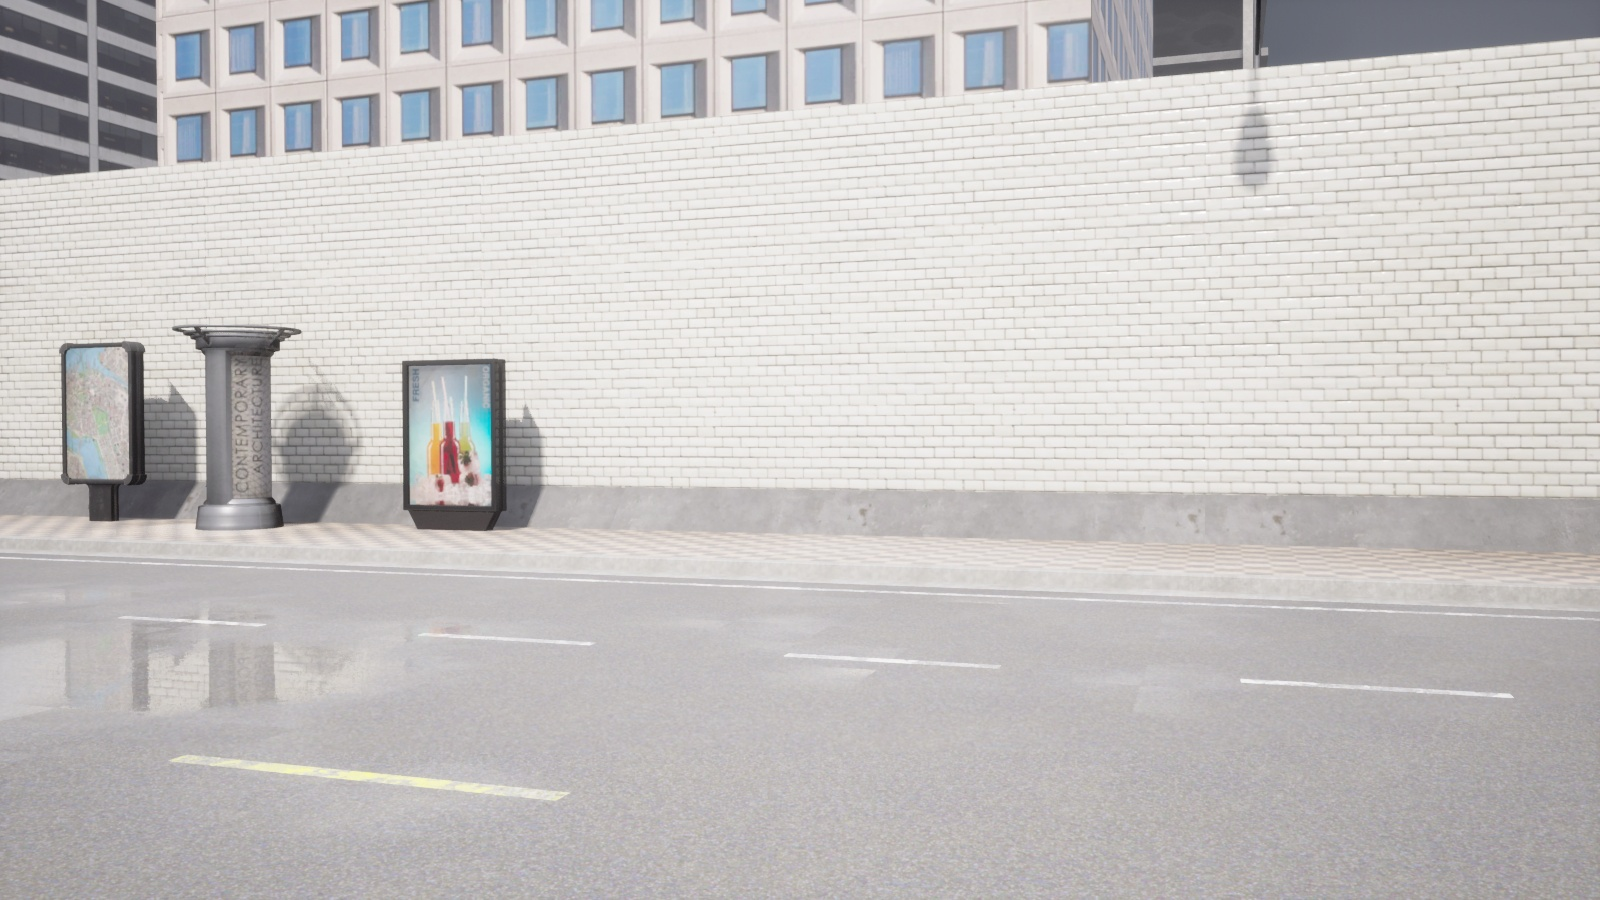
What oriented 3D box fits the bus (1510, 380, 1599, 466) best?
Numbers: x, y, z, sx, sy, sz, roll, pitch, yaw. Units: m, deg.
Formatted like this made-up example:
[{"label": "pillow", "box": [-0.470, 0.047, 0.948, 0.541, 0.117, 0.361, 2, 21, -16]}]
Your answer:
[{"label": "bus", "box": [41.977, -1.349, 63.196, 10.273, 4.253, 3.944, 1, 1, 18]}]
